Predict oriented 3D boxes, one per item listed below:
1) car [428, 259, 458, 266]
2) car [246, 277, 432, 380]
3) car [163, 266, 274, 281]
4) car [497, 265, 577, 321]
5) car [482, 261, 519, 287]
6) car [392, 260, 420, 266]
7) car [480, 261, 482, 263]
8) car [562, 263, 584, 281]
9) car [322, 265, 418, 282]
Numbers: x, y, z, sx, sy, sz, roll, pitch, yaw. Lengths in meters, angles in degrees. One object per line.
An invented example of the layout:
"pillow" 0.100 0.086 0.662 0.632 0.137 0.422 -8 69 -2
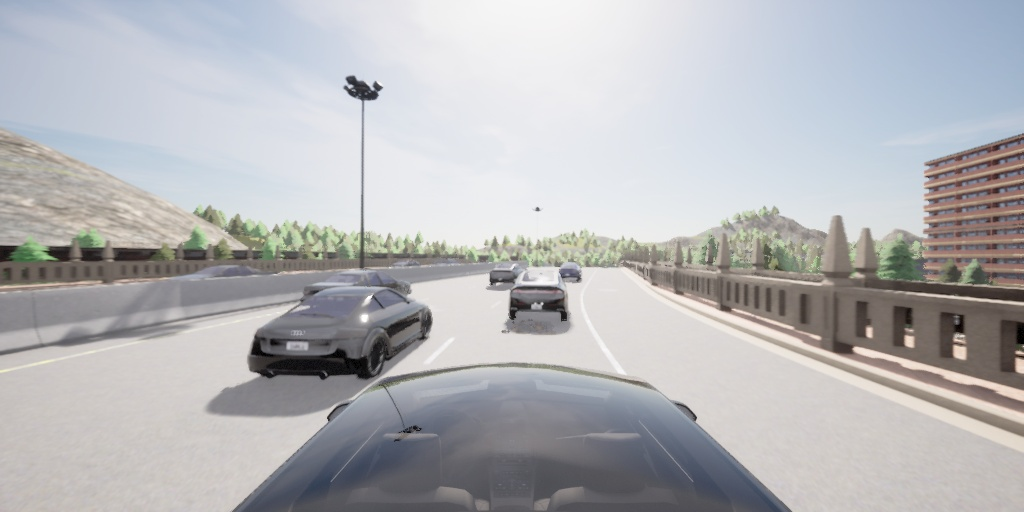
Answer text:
"car" -7.500 1.093 39.087 2.097 1.767 4.553 0 0 15
"car" -3.052 1.303 7.302 1.994 1.385 4.181 0 0 3
"car" -15.784 1.232 19.714 2.033 1.411 5.357 0 0 10
"car" 1.019 1.253 12.682 2.128 1.511 4.902 0 0 7
"car" -0.157 1.259 24.583 2.128 1.511 4.902 0 0 14
"car" -13.249 1.210 44.750 2.128 1.511 4.902 0 0 15
"car" -5.011 1.442 62.402 1.895 1.301 4.718 0 0 15
"car" 4.951 1.324 30.604 1.812 1.442 4.674 0 0 14
"car" -5.869 1.278 14.292 2.033 1.411 5.357 0 0 8
